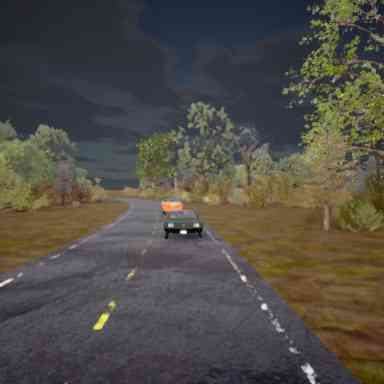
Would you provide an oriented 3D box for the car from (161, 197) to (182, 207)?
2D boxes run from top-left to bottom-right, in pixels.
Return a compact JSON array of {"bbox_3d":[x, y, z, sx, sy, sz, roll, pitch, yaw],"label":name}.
[{"bbox_3d":[-2.158,1.355,35.483,2.097,1.767,4.553,0,0,-7],"label":"car"}]

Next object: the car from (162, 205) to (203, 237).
[{"bbox_3d":[-0.535,1.602,17.888,1.895,1.301,4.718,0,0,-4],"label":"car"}]
